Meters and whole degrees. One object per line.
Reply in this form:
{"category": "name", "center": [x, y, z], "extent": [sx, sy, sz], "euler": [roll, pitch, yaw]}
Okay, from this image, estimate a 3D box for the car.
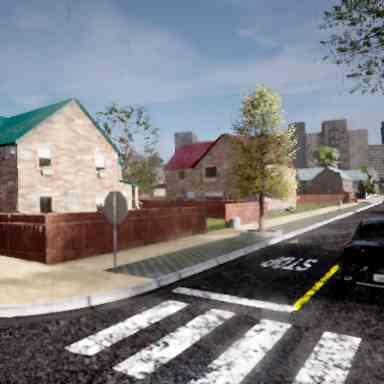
{"category": "car", "center": [5.039, 1.386, 8.324], "extent": [1.837, 1.490, 4.892], "euler": [-1, 0, 35]}
